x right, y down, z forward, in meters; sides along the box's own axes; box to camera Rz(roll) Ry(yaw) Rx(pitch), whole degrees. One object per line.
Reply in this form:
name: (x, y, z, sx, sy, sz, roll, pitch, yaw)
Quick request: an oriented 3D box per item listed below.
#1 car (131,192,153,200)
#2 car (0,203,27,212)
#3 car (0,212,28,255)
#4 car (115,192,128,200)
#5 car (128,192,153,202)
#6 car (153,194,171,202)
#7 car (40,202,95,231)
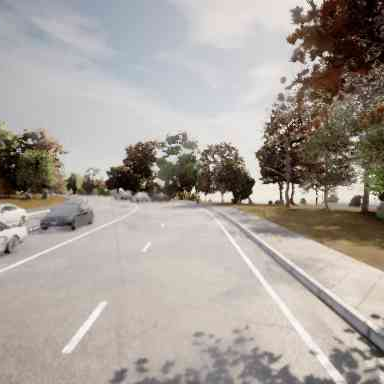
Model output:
car: (-9.594, 0.724, 63.081, 2.128, 1.511, 4.902, 1, 0, -35)
car: (-10.531, 1.333, 17.698, 1.812, 1.442, 4.674, 0, 1, 0)
car: (-7.030, 1.517, 10.071, 1.895, 1.301, 4.718, 0, 1, 1)
car: (-12.567, 0.694, 61.232, 1.812, 1.442, 4.674, 1, 0, -35)
car: (-8.097, 0.859, 52.122, 1.812, 1.442, 4.674, 1, 1, -25)
car: (-5.134, 0.972, 54.083, 1.895, 1.301, 4.718, 1, 0, -25)
car: (-7.016, 1.313, 19.288, 1.812, 1.442, 4.674, 0, 1, 0)
